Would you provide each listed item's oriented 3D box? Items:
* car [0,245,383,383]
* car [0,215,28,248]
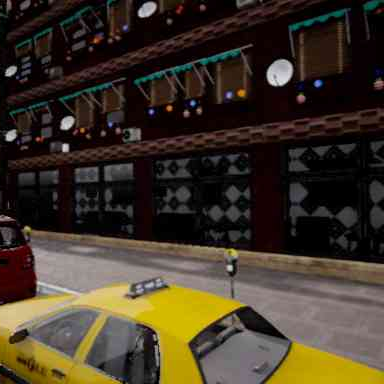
[{"bbox_3d":[-0.656,1.529,3.356,4.829,1.417,1.752,0,-1,36],"label":"car"},{"bbox_3d":[-5.052,1.325,6.496,5.009,1.841,2.192,0,-1,36],"label":"car"}]
